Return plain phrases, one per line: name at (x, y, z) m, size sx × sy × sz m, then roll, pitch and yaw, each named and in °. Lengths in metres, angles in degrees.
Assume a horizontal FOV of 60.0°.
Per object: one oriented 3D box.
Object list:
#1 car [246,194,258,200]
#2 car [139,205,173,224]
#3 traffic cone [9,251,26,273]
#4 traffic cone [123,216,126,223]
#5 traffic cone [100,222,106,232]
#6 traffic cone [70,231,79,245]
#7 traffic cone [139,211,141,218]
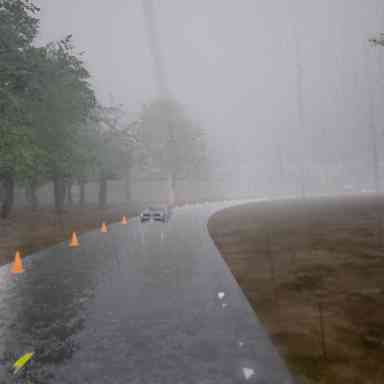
car at (13.990, 1.117, 77.630) m, size 1.895 × 1.301 × 4.718 m, roll 0°, pitch 1°, yaw 26°
car at (-2.711, 1.688, 25.761) m, size 1.895 × 1.301 × 4.718 m, roll 0°, pitch 0°, yaw 4°
traffic cone at (-5.108, 2.030, 9.745) m, size 0.340 × 0.580 × 0.340 m, roll 0°, pitch 0°, yaw -1°
traffic cone at (-5.088, 2.056, 24.956) m, size 0.340 × 0.580 × 0.340 m, roll 0°, pitch 0°, yaw 3°
traffic cone at (-5.264, 2.057, 19.834) m, size 0.340 × 0.580 × 0.340 m, roll 0°, pitch 0°, yaw 1°
traffic cone at (-5.214, 2.048, 14.746) m, size 0.340 × 0.580 × 0.340 m, roll 0°, pitch 0°, yaw -1°
traffic cone at (-4.677, 2.044, 30.065) m, size 0.340 × 0.580 × 0.340 m, roll 0°, pitch 0°, yaw 6°
